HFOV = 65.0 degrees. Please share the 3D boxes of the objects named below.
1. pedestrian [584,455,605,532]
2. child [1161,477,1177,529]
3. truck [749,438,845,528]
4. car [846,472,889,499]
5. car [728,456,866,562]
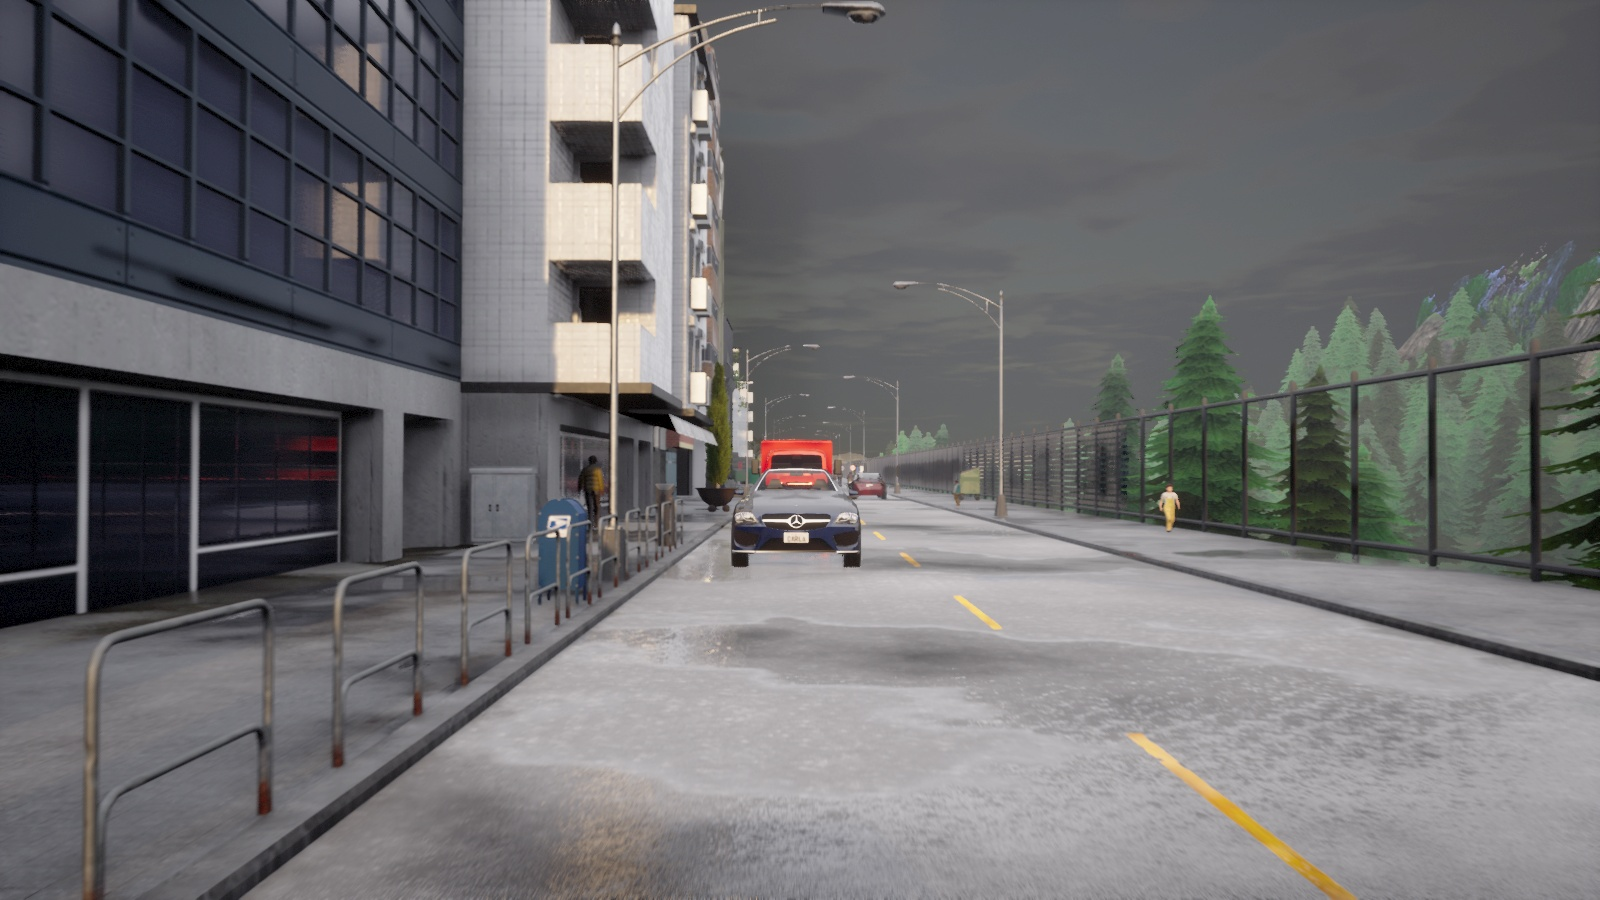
[{"bbox_3d":[-4.968,1.053,30.377,0.370,1.835,0.726,0,-1,0],"label":"pedestrian"},{"bbox_3d":[9.023,1.283,30.717,0.270,1.263,0.437,0,-1,1],"label":"child"},{"bbox_3d":[-0.097,0.947,36.955,2.627,2.467,5.204,0,-1,0],"label":"truck"},{"bbox_3d":[3.816,1.992,71.258,2.163,1.488,4.792,0,-1,0],"label":"car"},{"bbox_3d":[-0.058,0.965,22.164,2.152,1.651,5.027,0,-1,0],"label":"car"}]
